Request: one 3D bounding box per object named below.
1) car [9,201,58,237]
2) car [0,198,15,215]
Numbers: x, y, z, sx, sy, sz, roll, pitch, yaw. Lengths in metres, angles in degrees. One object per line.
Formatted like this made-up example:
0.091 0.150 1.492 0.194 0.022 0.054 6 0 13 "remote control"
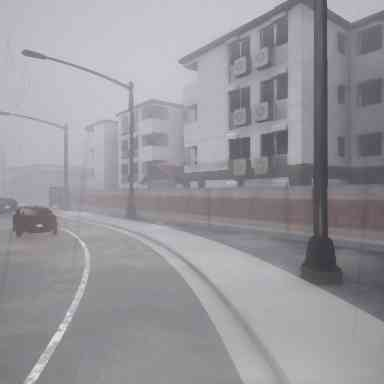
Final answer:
-8.715 1.485 18.301 1.882 1.535 5.008 0 0 -32 "car"
-17.467 1.366 31.062 2.097 1.767 4.553 0 0 -35 "car"
